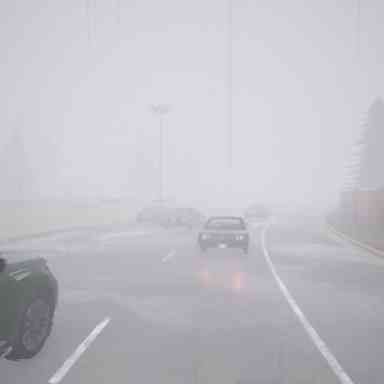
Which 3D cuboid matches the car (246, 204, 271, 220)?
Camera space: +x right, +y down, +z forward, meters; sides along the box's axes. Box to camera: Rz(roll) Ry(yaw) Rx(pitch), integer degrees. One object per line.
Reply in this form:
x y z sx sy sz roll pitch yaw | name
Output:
6.134 1.766 30.826 1.994 1.385 4.181 0 0 20 | car

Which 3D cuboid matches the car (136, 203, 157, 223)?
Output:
-2.754 1.699 26.405 1.994 1.385 4.181 0 0 16 | car

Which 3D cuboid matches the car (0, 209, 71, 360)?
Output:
-3.254 1.223 2.878 2.150 2.045 5.566 0 0 2 | car

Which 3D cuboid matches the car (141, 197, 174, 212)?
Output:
-4.337 1.569 42.337 2.097 1.767 4.553 0 0 25 | car

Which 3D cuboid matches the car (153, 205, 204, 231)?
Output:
-0.455 1.668 21.902 2.033 1.411 5.357 0 0 15 | car

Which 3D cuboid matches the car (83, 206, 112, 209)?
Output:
-9.867 1.521 38.333 2.097 1.767 4.553 0 0 22 | car

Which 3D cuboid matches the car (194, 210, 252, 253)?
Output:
1.489 1.688 14.254 1.895 1.301 4.718 0 0 9 | car
